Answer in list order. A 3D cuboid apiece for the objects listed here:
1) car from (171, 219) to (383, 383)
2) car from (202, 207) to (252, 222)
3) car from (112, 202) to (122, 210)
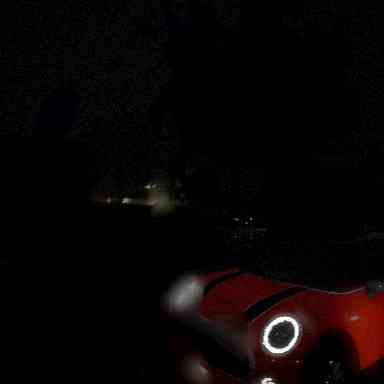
[{"bbox_3d":[1.926,1.396,4.937,4.553,1.767,2.097,1,-1,-36],"label":"car"},{"bbox_3d":[2.535,1.871,24.908,1.812,1.442,4.674,0,0,-32],"label":"car"},{"bbox_3d":[-10.273,2.084,45.664,2.033,1.411,5.357,0,-1,-29],"label":"car"}]
